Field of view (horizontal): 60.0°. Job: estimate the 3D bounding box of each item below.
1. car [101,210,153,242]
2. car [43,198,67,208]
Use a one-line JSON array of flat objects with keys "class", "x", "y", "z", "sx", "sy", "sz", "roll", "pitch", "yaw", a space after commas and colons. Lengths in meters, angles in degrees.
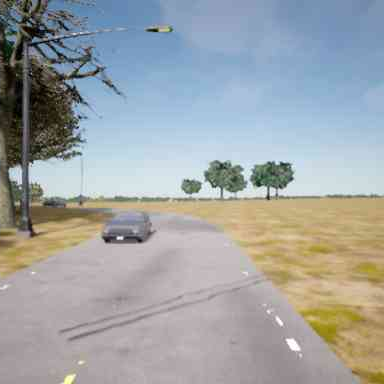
[{"class": "car", "x": -3.128, "y": 1.634, "z": 17.064, "sx": 2.033, "sy": 1.411, "sz": 5.357, "roll": 0, "pitch": 0, "yaw": 0}, {"class": "car", "x": -22.318, "y": 1.768, "z": 53.985, "sx": 4.674, "sy": 1.442, "sz": 1.812, "roll": 0, "pitch": -2, "yaw": 32}]
